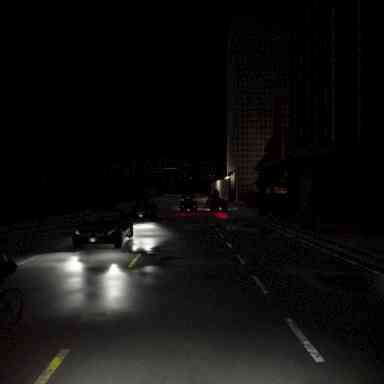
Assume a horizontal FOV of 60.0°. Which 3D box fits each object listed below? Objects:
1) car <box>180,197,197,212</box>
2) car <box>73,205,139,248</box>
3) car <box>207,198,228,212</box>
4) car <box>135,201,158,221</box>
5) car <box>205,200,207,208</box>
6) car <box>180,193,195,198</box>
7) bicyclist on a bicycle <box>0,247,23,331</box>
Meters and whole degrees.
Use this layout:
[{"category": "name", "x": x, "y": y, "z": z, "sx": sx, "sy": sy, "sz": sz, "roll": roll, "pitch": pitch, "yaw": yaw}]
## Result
[{"category": "car", "x": -0.374, "y": 1.601, "z": 37.737, "sx": 1.895, "sy": 1.301, "sz": 4.718, "roll": 0, "pitch": 0, "yaw": -1}, {"category": "car", "x": -3.777, "y": 1.526, "z": 14.871, "sx": 1.812, "sy": 1.442, "sz": 4.674, "roll": 0, "pitch": 0, "yaw": -1}, {"category": "car", "x": 3.089, "y": 1.505, "z": 38.726, "sx": 1.837, "sy": 1.490, "sz": 4.892, "roll": 0, "pitch": 0, "yaw": 0}, {"category": "car", "x": -3.838, "y": 1.492, "z": 27.193, "sx": 2.128, "sy": 1.511, "sz": 4.902, "roll": 0, "pitch": 0, "yaw": -1}, {"category": "car", "x": 2.932, "y": 1.526, "z": 47.978, "sx": 1.812, "sy": 1.442, "sz": 4.674, "roll": 0, "pitch": 0, "yaw": 0}, {"category": "car", "x": -0.504, "y": 1.221, "z": 47.502, "sx": 2.150, "sy": 2.045, "sz": 5.566, "roll": 0, "pitch": 0, "yaw": -1}, {"category": "bicyclist on a bicycle", "x": -3.037, "y": 1.457, "z": 4.978, "sx": 0.582, "sy": 1.620, "sz": 1.656, "roll": 0, "pitch": 1, "yaw": 6}]
